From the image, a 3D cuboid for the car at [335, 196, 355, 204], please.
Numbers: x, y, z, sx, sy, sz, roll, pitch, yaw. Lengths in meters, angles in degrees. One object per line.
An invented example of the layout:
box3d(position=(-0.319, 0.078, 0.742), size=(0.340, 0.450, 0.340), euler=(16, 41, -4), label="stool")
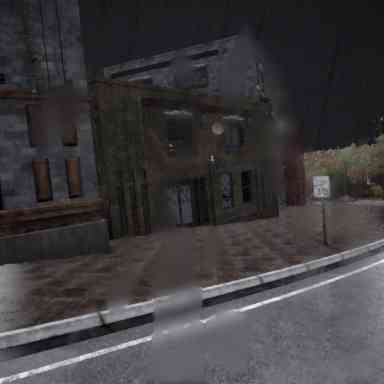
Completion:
box3d(position=(27.784, 1.419, 60.455), size=(1.994, 1.385, 4.181), euler=(-6, -2, -4), label="car")
